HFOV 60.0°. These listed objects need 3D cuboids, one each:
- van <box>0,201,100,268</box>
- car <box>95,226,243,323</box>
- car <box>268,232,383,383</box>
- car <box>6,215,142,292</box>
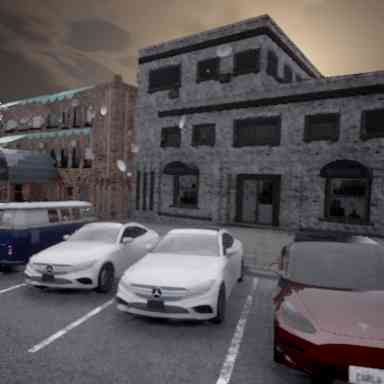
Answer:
[{"bbox_3d":[-4.707,1.306,10.925,1.878,1.987,4.442,-1,-1,15],"label":"van"},{"bbox_3d":[0.057,1.526,7.413,2.002,1.452,4.674,0,-1,15],"label":"car"},{"bbox_3d":[2.430,1.504,5.686,2.163,1.488,4.792,0,-1,15],"label":"car"},{"bbox_3d":[-2.339,1.545,9.114,2.002,1.452,4.674,0,-1,15],"label":"car"}]
